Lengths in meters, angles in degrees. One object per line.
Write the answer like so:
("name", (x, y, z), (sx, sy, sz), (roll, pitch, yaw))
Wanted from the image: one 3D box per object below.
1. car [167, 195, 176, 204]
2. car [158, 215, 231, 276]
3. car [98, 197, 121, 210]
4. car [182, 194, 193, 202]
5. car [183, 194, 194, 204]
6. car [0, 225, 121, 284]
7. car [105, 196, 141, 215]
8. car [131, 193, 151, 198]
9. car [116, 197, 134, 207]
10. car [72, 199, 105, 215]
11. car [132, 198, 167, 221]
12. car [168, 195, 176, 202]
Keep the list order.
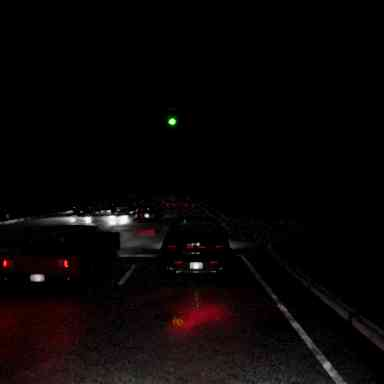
("car", (-4.044, 1.522, 64.329), (1.812, 1.442, 4.674), (0, 0, -2))
("car", (0.100, 1.504, 10.337), (1.837, 1.490, 4.892), (0, 0, 0))
("car", (-10.673, 1.502, 43.446), (1.837, 1.490, 4.892), (0, 0, -1))
("car", (-1.032, 1.258, 74.543), (2.097, 1.767, 4.553), (0, 0, -3))
("car", (-0.544, 1.522, 64.427), (1.812, 1.442, 4.674), (0, 0, -2))
("car", (-3.398, 1.600, 9.544), (1.895, 1.301, 4.718), (0, 0, 0))
("car", (-7.103, 1.490, 34.626), (2.128, 1.511, 4.902), (0, 0, 1))
("car", (-7.181, 1.219, 44.484), (2.150, 2.045, 5.566), (0, 0, 0))
("car", (-10.787, 1.544, 54.013), (2.033, 1.411, 5.357), (0, 0, -1))
("car", (-10.612, 1.599, 34.137), (1.895, 1.301, 4.718), (0, 0, 0))
("car", (-3.399, 1.505, 27.526), (1.837, 1.490, 4.892), (0, 0, 0))
("car", (-4.528, 1.428, 74.374), (1.812, 1.442, 4.674), (0, 0, -3))
